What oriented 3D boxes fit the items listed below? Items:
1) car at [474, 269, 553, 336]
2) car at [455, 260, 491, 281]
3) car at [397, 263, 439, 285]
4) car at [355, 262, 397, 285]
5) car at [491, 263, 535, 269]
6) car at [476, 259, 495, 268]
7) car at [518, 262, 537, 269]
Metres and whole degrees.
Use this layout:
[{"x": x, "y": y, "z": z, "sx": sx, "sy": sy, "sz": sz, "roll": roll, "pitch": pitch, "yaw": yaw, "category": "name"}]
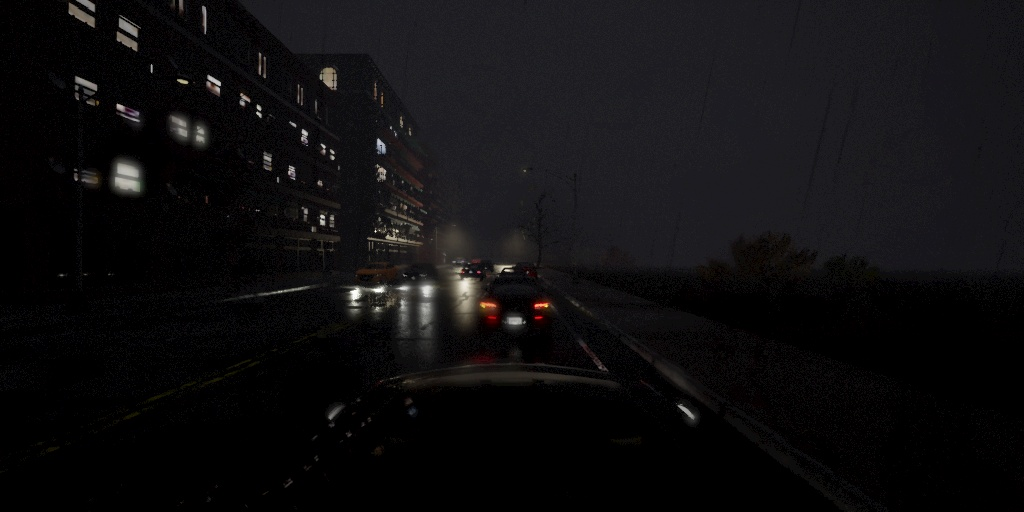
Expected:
[{"x": 0.072, "y": 1.277, "z": 10.239, "sx": 1.812, "sy": 1.442, "sz": 4.674, "roll": 0, "pitch": 0, "yaw": 0, "category": "car"}, {"x": -3.217, "y": 1.301, "z": 30.428, "sx": 2.033, "sy": 1.411, "sz": 5.357, "roll": 0, "pitch": 0, "yaw": 0, "category": "car"}, {"x": -6.660, "y": 1.258, "z": 26.611, "sx": 1.837, "sy": 1.490, "sz": 4.892, "roll": 0, "pitch": 0, "yaw": 0, "category": "car"}, {"x": -9.909, "y": 1.231, "z": 26.682, "sx": 1.882, "sy": 1.535, "sz": 5.008, "roll": 0, "pitch": 0, "yaw": 0, "category": "car"}, {"x": 0.057, "y": 1.317, "z": 20.407, "sx": 1.994, "sy": 1.385, "sz": 4.181, "roll": 0, "pitch": 0, "yaw": 0, "category": "car"}, {"x": -3.251, "y": 1.258, "z": 44.956, "sx": 1.837, "sy": 1.490, "sz": 4.892, "roll": 0, "pitch": 0, "yaw": 0, "category": "car"}, {"x": 1.071, "y": 1.232, "z": 29.935, "sx": 1.882, "sy": 1.535, "sz": 5.008, "roll": 0, "pitch": 0, "yaw": 0, "category": "car"}]
